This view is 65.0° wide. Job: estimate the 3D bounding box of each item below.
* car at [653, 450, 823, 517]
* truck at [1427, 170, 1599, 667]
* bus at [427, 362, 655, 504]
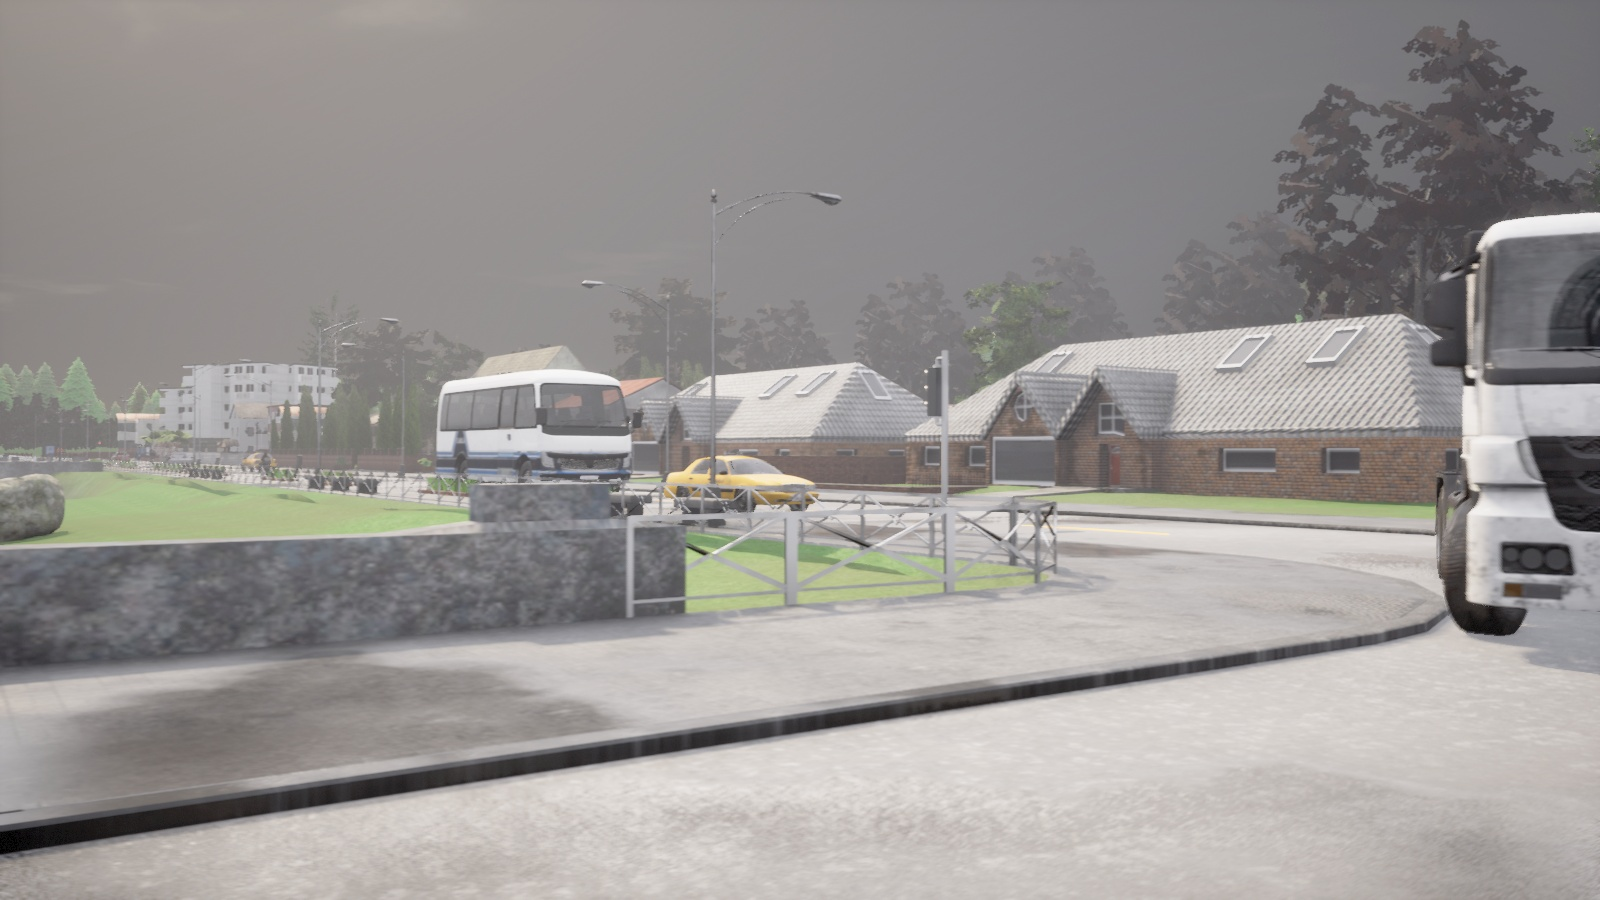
[{"bbox_3d":[-1.703,0.793,32.309,1.801,1.575,5.366,0,0,-35],"label":"car"},{"bbox_3d":[7.772,-0.203,12.089,2.891,3.462,7.936,0,0,25],"label":"truck"},{"bbox_3d":[-9.146,-0.481,42.996,3.944,4.253,10.273,0,0,-35],"label":"bus"}]
